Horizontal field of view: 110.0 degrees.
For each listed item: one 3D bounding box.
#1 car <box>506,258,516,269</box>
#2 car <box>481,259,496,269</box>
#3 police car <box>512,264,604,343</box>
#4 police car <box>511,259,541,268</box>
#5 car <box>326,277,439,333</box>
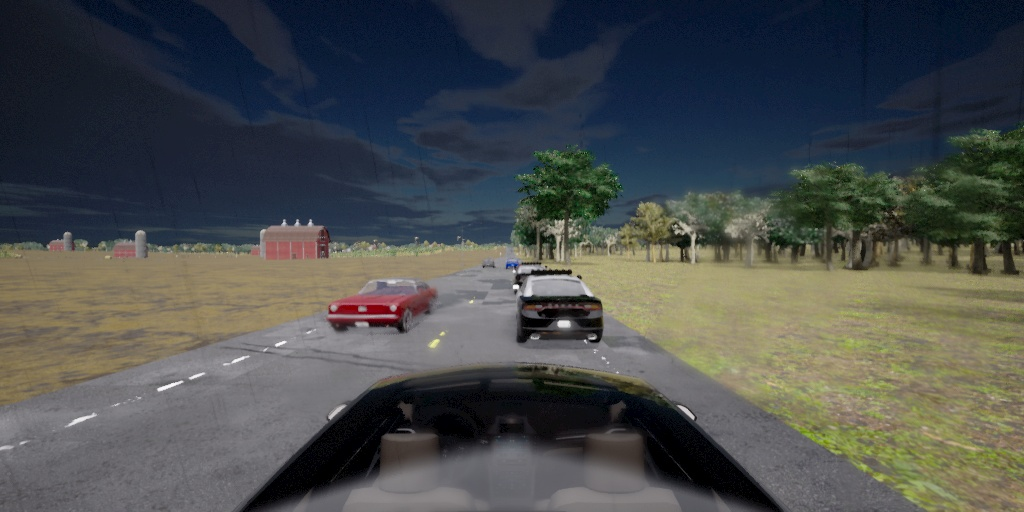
[{"bbox_3d":[0.093,1.125,51.829,1.882,1.535,5.008,0,0,0],"label":"car"},{"bbox_3d":[-3.556,1.143,54.435,1.837,1.490,4.892,0,0,0],"label":"car"},{"bbox_3d":[1.054,1.168,9.785,1.930,1.638,5.238,0,0,0],"label":"police car"},{"bbox_3d":[1.060,1.156,19.786,1.930,1.638,5.238,0,0,0],"label":"police car"},{"bbox_3d":[-3.596,1.342,10.831,1.895,1.301,4.718,0,0,0],"label":"car"}]
